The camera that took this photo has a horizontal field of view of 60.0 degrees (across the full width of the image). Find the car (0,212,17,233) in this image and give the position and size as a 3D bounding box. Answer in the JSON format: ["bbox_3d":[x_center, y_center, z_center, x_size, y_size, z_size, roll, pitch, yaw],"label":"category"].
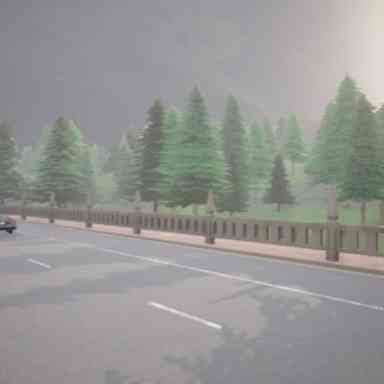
[{"bbox_3d":[-13.330,1.965,21.927,5.357,1.411,2.033,0,-2,43],"label":"car"}]
